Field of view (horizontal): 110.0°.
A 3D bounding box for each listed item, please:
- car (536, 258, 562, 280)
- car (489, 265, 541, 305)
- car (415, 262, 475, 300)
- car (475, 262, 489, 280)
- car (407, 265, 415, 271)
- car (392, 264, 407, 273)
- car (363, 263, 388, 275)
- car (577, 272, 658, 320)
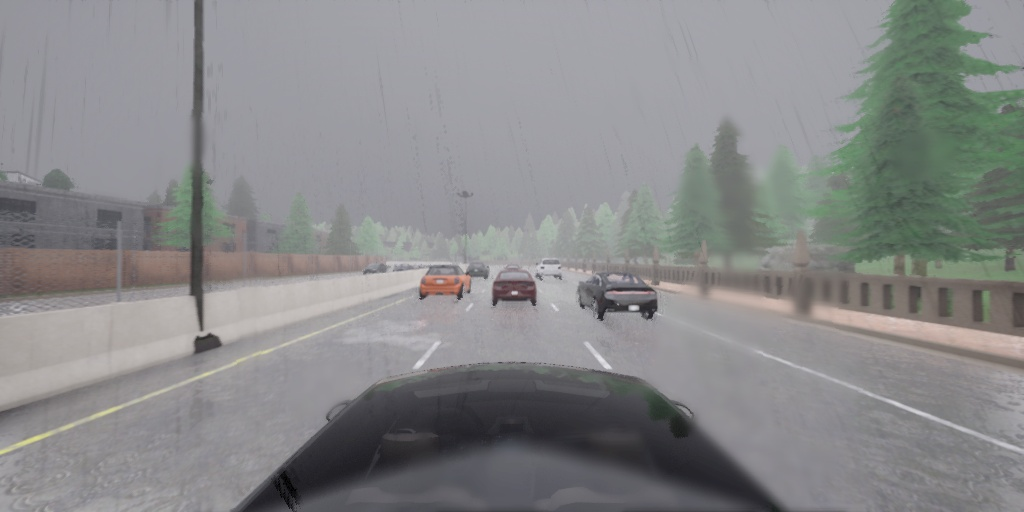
[{"bbox_3d":[3.606,1.257,35.590,2.150,2.045,5.566,0,0,0],"label":"car"},{"bbox_3d":[0.103,1.356,16.881,1.882,1.535,5.008,0,0,0],"label":"car"},{"bbox_3d":[-3.397,1.248,19.068,2.097,1.767,4.553,0,0,0],"label":"car"},{"bbox_3d":[-3.395,1.392,36.141,2.097,1.767,4.553,0,0,0],"label":"car"},{"bbox_3d":[-10.586,1.695,42.573,1.895,1.301,4.718,0,0,0],"label":"car"},{"bbox_3d":[-14.078,1.694,46.791,1.994,1.385,4.181,0,0,0],"label":"car"},{"bbox_3d":[-17.578,1.632,46.369,1.837,1.490,4.892,0,-1,0],"label":"car"},{"bbox_3d":[3.602,1.337,13.006,2.128,1.511,4.902,0,0,0],"label":"car"}]
